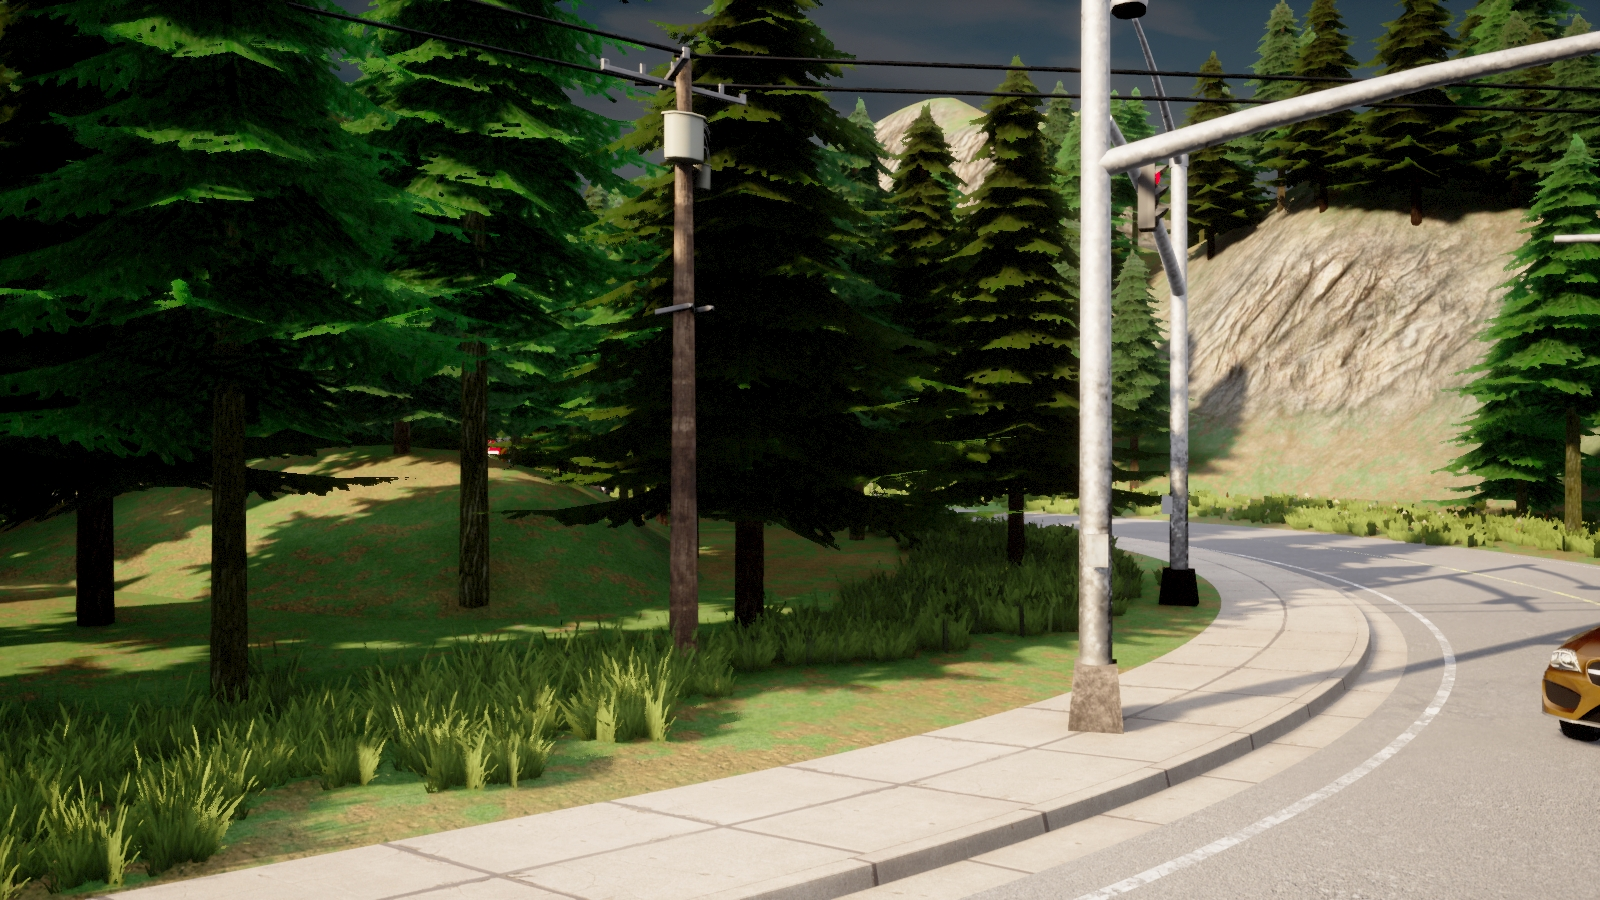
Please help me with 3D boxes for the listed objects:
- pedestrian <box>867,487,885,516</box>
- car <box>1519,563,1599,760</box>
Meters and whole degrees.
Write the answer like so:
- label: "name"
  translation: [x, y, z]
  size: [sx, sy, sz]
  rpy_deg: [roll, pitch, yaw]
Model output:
- label: "pedestrian"
  translation: [3.003, 2.049, 45.380]
  size: [0.500, 1.100, 0.500]
  rpy_deg: [0, 0, -38]
- label: "car"
  translation: [9.577, 1.970, 11.147]
  size: [5.027, 1.651, 2.152]
  rpy_deg: [0, 0, -29]
